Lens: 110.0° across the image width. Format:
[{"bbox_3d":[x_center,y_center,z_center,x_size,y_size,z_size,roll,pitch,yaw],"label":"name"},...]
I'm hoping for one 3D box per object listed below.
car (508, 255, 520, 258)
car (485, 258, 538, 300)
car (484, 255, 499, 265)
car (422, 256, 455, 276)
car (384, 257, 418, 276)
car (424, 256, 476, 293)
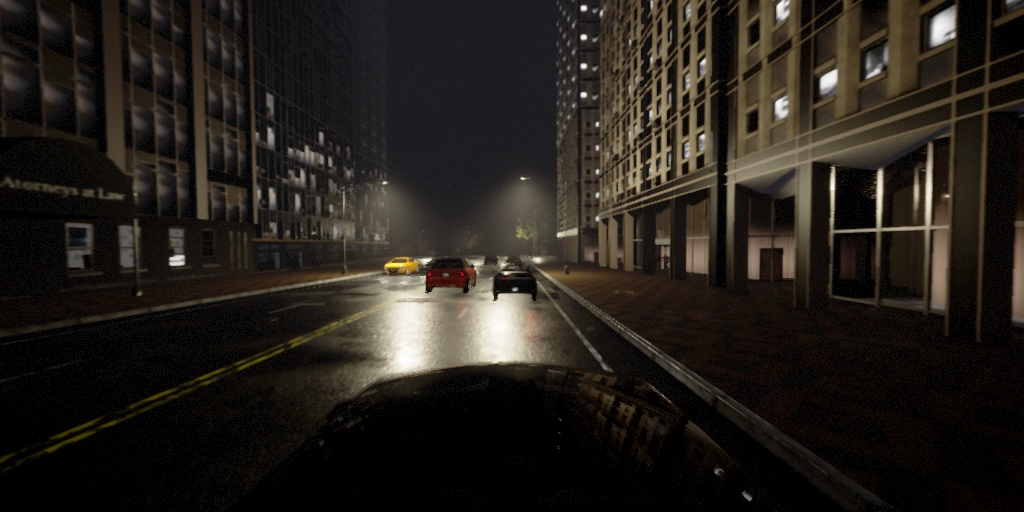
[{"bbox_3d":[0.188,0.678,42.747,1.837,1.490,4.892,0,1,0],"label":"car"},{"bbox_3d":[0.120,1.042,16.253,2.128,1.511,4.902,0,1,0],"label":"car"},{"bbox_3d":[-3.040,0.522,52.881,1.882,1.535,5.008,0,1,0],"label":"car"},{"bbox_3d":[-6.527,0.835,32.323,1.882,1.535,5.008,0,1,0],"label":"car"},{"bbox_3d":[-9.778,0.858,31.911,1.882,1.535,5.008,0,1,0],"label":"car"},{"bbox_3d":[-3.118,0.879,19.071,2.097,1.767,4.553,0,1,0],"label":"car"}]
